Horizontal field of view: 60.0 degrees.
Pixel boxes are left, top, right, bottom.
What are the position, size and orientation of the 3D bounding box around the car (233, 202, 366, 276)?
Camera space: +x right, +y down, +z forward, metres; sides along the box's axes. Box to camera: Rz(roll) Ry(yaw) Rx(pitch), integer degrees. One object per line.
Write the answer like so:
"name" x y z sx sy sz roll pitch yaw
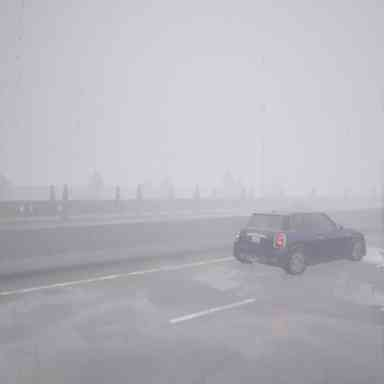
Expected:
"car" 3.521 1.352 10.563 4.553 1.767 2.097 0 0 -36
